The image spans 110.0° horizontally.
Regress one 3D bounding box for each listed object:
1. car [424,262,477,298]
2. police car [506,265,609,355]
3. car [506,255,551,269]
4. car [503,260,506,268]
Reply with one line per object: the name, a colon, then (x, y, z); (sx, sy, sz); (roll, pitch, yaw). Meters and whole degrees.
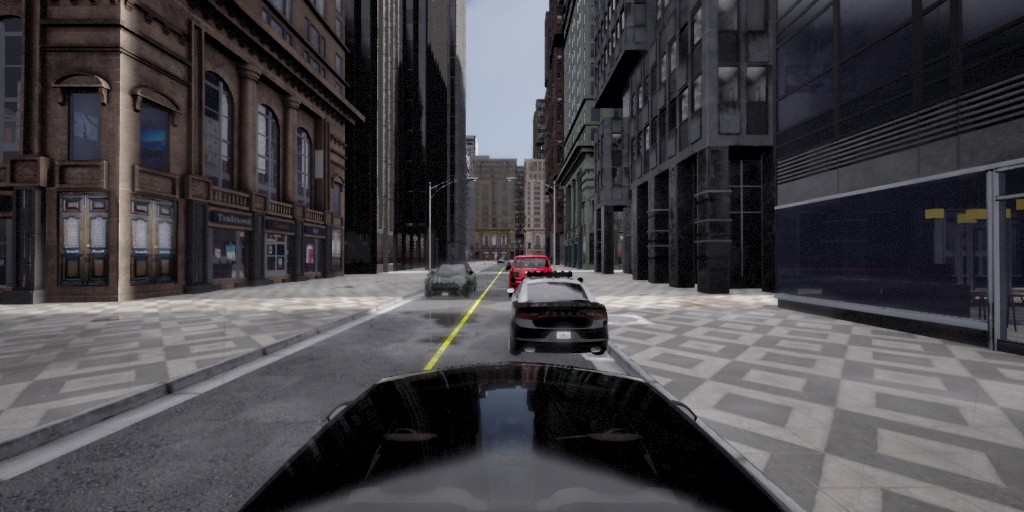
car: (-2.983, 1.112, 18.269); (2.097, 1.767, 4.553); (0, 0, 0)
police car: (0.906, 1.179, 8.844); (1.930, 1.638, 5.238); (0, 0, 0)
car: (0.919, 0.985, 18.765); (2.150, 2.045, 5.566); (0, 0, 0)
car: (0.103, 1.414, 48.548); (1.895, 1.301, 4.718); (0, 0, 1)
